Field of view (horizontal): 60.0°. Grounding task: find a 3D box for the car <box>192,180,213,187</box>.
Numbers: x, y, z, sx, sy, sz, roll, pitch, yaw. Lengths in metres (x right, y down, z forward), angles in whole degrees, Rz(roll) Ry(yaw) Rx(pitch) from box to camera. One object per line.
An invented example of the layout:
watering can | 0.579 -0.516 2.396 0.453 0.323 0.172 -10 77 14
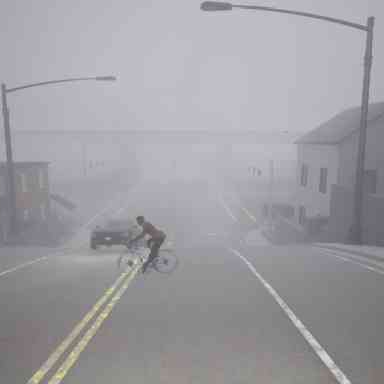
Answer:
car | 2.190 -1.811 73.199 4.974 1.542 2.038 4 9 28

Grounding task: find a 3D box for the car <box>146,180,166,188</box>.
car | -7.823 -1.849 72.413 4.536 1.218 1.853 8 11 43

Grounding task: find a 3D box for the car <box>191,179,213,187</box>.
car | 2.144 -1.971 73.201 4.536 1.218 1.853 4 9 28

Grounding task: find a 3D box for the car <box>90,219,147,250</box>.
car | -3.673 2.088 16.945 1.882 1.535 5.008 0 -8 -1

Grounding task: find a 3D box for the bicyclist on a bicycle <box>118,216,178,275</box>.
bicyclist on a bicycle | -1.224 1.466 9.088 1.656 1.620 0.582 -2 0 1

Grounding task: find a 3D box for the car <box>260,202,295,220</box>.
car | 11.658 2.379 42.813 5.566 2.045 2.150 0 8 1

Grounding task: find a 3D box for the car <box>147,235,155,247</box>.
car | -3.796 4.171 27.474 1.895 1.301 4.718 0 -9 -1

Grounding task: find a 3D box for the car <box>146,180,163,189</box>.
car | -7.785 -1.688 72.400 4.974 1.542 2.038 8 11 43

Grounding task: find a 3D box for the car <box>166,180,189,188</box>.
car | -3.135 -1.854 72.422 4.536 1.218 1.853 -6 10 -36

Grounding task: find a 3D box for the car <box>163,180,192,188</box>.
car | -3.177 -1.693 72.414 4.974 1.542 2.038 -6 10 -36
